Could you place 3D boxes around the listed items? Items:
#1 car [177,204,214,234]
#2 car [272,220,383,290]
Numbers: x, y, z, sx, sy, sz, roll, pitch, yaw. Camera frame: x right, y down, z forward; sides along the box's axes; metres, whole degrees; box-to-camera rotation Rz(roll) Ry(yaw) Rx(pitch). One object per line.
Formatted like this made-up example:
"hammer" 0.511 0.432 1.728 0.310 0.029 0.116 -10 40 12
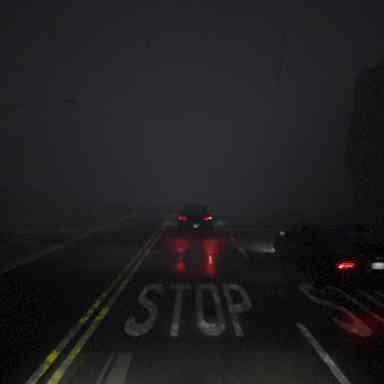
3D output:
"car" 0.174 1.354 17.667 1.812 1.442 4.674 0 1 0
"car" 3.638 1.460 8.968 2.033 1.411 5.357 0 1 0
